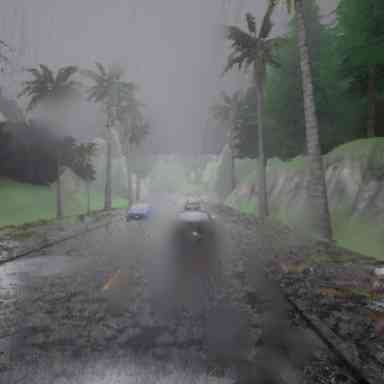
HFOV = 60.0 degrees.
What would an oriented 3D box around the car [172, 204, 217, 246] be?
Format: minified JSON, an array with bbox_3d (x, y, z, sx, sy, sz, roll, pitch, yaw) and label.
[{"bbox_3d":[0.091,1.552,15.693,1.882,1.535,5.008,0,0,0],"label":"car"}]

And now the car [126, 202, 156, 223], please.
[{"bbox_3d":[-4.116,1.608,27.316,1.882,1.535,5.008,0,0,0],"label":"car"}]

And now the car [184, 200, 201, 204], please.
[{"bbox_3d":[0.056,1.683,40.243,2.128,1.511,4.902,0,0,0],"label":"car"}]

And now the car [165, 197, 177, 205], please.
[{"bbox_3d":[-4.074,1.695,65.222,2.097,1.767,4.553,0,-1,0],"label":"car"}]
